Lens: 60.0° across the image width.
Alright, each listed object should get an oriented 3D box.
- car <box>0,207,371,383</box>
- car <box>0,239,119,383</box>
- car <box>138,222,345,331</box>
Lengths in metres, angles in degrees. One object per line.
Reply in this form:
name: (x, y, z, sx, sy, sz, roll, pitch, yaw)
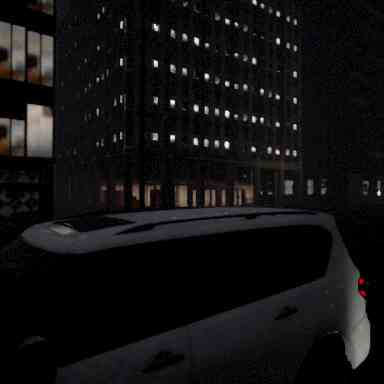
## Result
car: (-0.678, 1.216, 2.879, 5.566, 2.045, 2.150, -1, 0, -36)
car: (-3.341, 1.567, 4.168, 4.313, 1.339, 1.947, 0, 1, -35)
car: (1.253, 1.543, 7.445, 4.403, 1.369, 2.008, 0, 1, -35)
